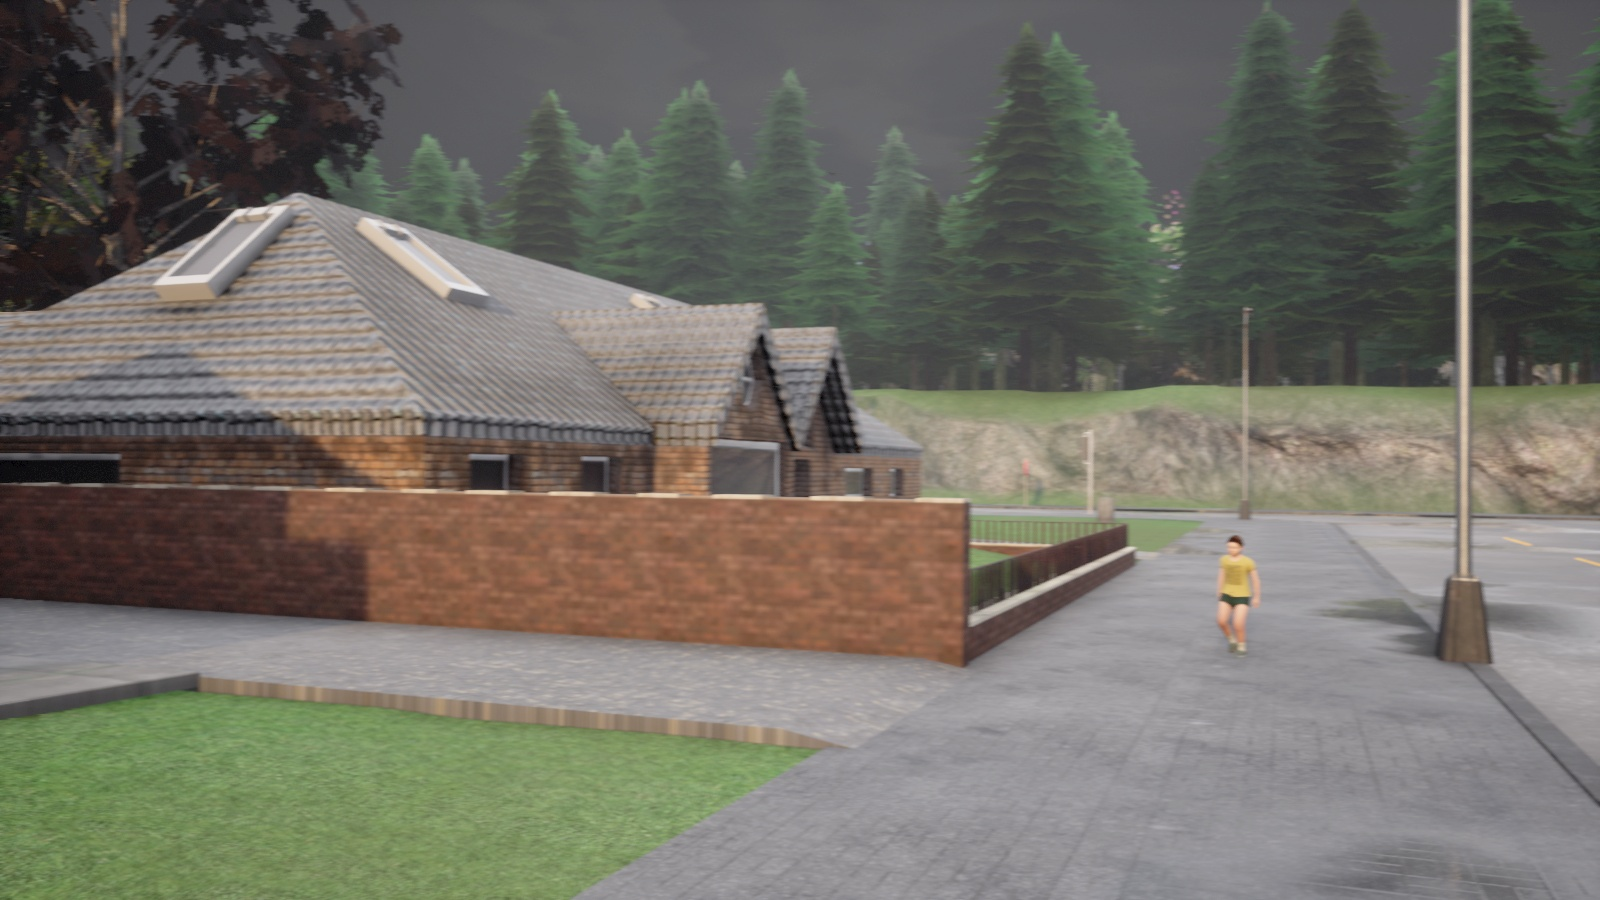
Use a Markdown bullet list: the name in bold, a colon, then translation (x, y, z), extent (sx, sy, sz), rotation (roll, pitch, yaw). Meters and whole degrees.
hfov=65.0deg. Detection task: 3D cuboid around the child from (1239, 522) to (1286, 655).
- **child**: translation (4.020, 1.194, 10.917), extent (0.255, 1.110, 0.394), rotation (-1, -1, 41)
